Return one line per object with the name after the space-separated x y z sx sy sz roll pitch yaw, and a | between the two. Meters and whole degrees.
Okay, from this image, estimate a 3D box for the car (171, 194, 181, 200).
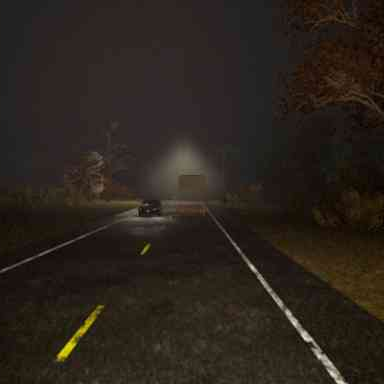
-3.518 1.060 71.730 1.812 1.442 4.674 0 0 0 | car

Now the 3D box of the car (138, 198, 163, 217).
-3.605 1.317 29.488 1.837 1.490 4.892 0 0 0 | car

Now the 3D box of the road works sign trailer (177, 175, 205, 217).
-0.008 0.277 29.353 2.380 3.560 2.880 0 0 0 | road works sign trailer
